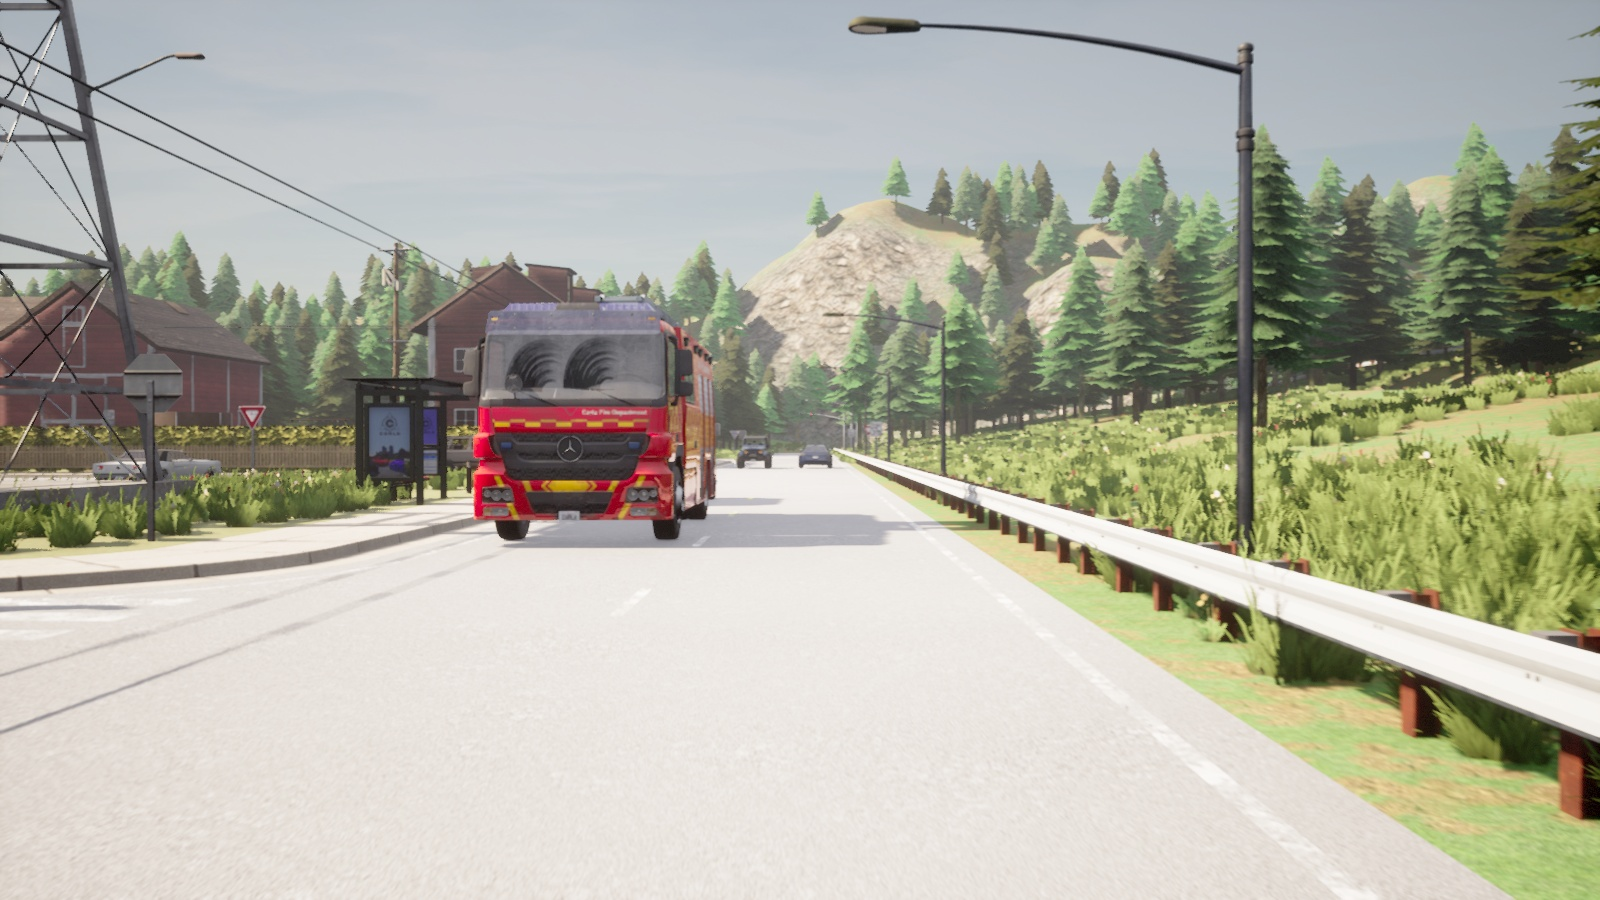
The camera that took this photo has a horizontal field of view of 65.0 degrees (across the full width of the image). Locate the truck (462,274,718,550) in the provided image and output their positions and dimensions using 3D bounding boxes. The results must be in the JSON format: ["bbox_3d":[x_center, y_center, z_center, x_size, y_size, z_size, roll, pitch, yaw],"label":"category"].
[{"bbox_3d":[-3.188,-0.552,21.651,2.891,3.827,8.468,0,0,1],"label":"truck"}]

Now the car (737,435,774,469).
[{"bbox_3d":[-2.534,0.098,71.881,1.905,1.878,3.866,0,0,1],"label":"car"}]

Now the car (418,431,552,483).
[{"bbox_3d":[-12.043,0.267,48.249,4.605,1.855,1.932,-1,0,1],"label":"car"}]

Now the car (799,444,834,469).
[{"bbox_3d":[0.991,0.355,73.799,1.994,1.385,4.181,0,0,1],"label":"car"}]

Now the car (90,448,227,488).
[{"bbox_3d":[-21.931,0.577,43.164,1.895,1.301,4.718,0,0,6],"label":"car"}]
